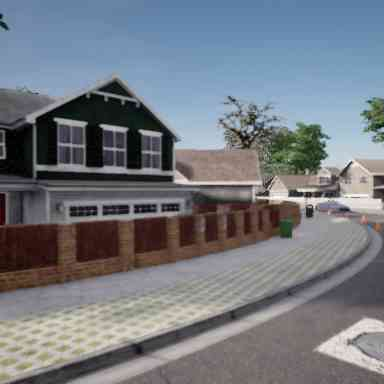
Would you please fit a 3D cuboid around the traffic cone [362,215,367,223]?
[{"bbox_3d":[13.308,2.062,25.750,0.340,0.580,0.340,-1,0,14],"label":"traffic cone"}]

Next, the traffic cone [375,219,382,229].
[{"bbox_3d":[11.911,2.047,21.251,0.340,0.580,0.340,-1,0,21],"label":"traffic cone"}]

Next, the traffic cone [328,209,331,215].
[{"bbox_3d":[14.511,2.101,35.080,0.340,0.580,0.340,-1,0,1],"label":"traffic cone"}]

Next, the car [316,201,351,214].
[{"bbox_3d":[16.278,1.695,38.608,2.033,1.411,5.357,0,0,-4],"label":"car"}]
